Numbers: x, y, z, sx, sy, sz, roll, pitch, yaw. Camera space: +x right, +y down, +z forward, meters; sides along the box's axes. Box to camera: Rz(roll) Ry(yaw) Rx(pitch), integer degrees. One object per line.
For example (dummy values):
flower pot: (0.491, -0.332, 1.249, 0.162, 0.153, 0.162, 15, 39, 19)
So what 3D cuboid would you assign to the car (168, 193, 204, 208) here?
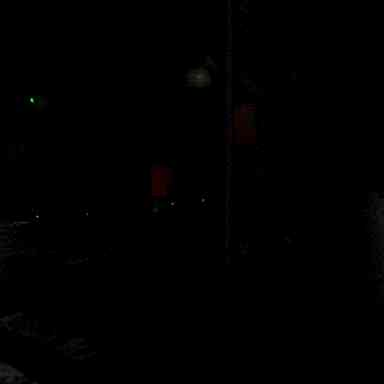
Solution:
car: (-0.593, 0.926, 36.216, 2.128, 1.511, 4.902, 0, 1, 35)

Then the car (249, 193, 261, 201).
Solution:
car: (10.647, 0.744, 52.152, 1.895, 1.301, 4.718, 0, 1, 35)

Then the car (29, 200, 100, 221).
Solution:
car: (-9.092, 1.295, 24.049, 1.895, 1.301, 4.718, 0, 1, 35)
